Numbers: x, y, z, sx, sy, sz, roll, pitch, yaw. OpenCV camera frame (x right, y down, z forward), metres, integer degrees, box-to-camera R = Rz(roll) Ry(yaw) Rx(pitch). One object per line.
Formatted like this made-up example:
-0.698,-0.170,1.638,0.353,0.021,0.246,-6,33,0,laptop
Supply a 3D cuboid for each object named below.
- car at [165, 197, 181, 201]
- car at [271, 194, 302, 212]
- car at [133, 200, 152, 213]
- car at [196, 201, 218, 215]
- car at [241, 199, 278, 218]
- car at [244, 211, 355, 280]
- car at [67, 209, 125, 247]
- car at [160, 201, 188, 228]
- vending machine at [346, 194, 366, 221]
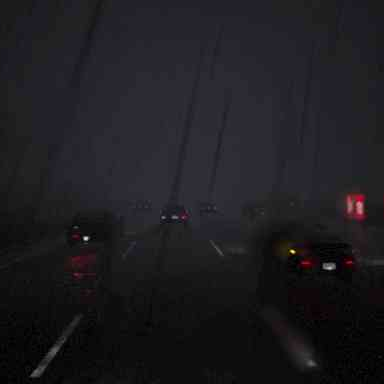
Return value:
-2.450,1.457,42.335,2.097,1.767,4.553,0,0,-4,car
8.703,1.238,32.095,2.150,2.045,5.566,0,0,-4,car
-5.700,1.663,38.159,2.033,1.411,5.357,0,0,-4,car
1.525,1.612,34.777,2.033,1.411,5.357,0,0,-4,car
5.438,1.533,28.199,1.837,1.490,4.892,0,0,-4,car
3.012,1.529,9.874,1.812,1.442,4.674,0,0,-3,car
-4.308,1.563,15.455,1.837,1.490,4.892,0,0,-3,car
-1.247,1.604,22.912,2.033,1.411,5.357,0,0,-4,car
13.028,1.175,26.441,1.100,2.100,0.880,0,0,-4,vending machine
